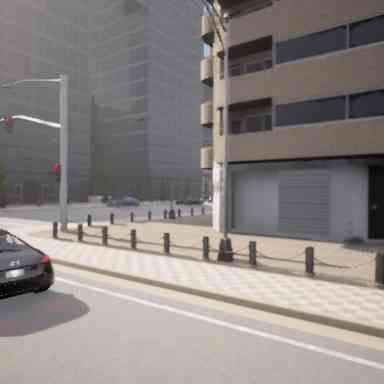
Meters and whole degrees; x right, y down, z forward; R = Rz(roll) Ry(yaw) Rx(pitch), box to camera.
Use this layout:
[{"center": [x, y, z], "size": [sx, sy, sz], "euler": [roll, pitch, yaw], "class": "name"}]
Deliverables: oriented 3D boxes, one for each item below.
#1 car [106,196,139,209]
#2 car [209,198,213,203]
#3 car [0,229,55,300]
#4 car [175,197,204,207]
[{"center": [-8.703, 1.290, 42.176], "size": [1.812, 1.442, 4.674], "euler": [0, 0, 36], "class": "car"}, {"center": [4.842, 1.330, 60.824], "size": [1.994, 1.385, 4.181], "euler": [0, 0, 36], "class": "car"}, {"center": [-5.003, 1.516, 7.531], "size": [4.181, 1.385, 1.994], "euler": [0, 0, 36], "class": "car"}, {"center": [-0.374, 1.385, 47.737], "size": [1.895, 1.301, 4.718], "euler": [0, 0, 36], "class": "car"}]
